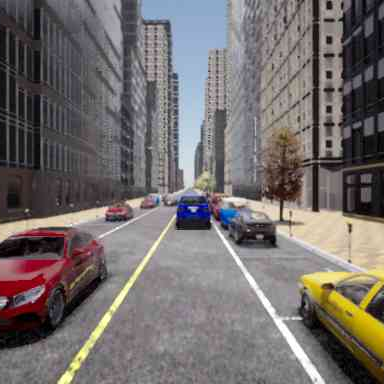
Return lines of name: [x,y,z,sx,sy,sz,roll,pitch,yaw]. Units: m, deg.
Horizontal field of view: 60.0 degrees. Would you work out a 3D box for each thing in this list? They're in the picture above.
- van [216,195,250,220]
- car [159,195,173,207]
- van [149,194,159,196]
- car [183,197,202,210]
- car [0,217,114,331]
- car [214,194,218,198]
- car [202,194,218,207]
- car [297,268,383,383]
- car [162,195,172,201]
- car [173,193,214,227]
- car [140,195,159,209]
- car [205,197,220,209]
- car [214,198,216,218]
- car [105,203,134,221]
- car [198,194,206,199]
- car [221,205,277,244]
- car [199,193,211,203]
van: [2.670,1.290,20.999,1.690,1.788,3.998,0,0,0]
car: [-3.132,1.344,48.427,2.128,1.511,4.902,0,0,0]
van: [-5.738,1.191,49.479,1.690,1.788,3.998,0,0,0]
car: [0.061,1.371,41.195,2.128,1.511,4.902,0,0,0]
car: [-3.107,1.510,6.991,1.812,1.442,4.674,0,0,0]
car: [2.659,1.225,32.394,2.192,1.841,5.009,0,0,0]
car: [2.643,1.165,49.485,2.192,1.841,5.009,0,0,0]
car: [2.685,1.516,4.076,1.752,1.417,4.829,0,0,0]
car: [-5.764,1.296,77.967,1.947,1.339,4.313,0,0,0]
car: [0.075,1.168,22.345,2.150,2.045,5.566,0,0,0]
car: [-5.732,1.452,43.781,1.802,1.307,4.206,0,0,0]
car: [2.648,1.395,43.958,1.752,1.417,4.829,0,0,0]
car: [2.665,1.475,26.698,1.887,1.381,4.507,0,0,0]
car: [-5.716,1.512,26.691,1.802,1.307,4.206,0,0,0]
car: [2.606,1.217,89.369,1.887,1.381,4.507,0,0,0]
car: [2.675,1.516,15.302,2.008,1.369,4.403,0,0,0]
car: [2.627,1.098,66.576,2.192,1.841,5.009,0,0,0]
